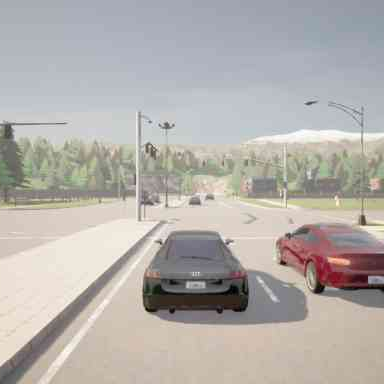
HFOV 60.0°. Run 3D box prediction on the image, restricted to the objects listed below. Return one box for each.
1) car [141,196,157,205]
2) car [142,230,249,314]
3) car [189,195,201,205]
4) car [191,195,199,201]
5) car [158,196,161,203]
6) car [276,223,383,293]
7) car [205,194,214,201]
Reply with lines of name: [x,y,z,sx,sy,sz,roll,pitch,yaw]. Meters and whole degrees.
car: [-7.577,1.601,56.336,1.895,1.301,4.718,0,0,1]
car: [0.056,1.564,7.704,1.994,1.385,4.181,0,0,0]
car: [0.491,1.563,56.708,1.994,1.385,4.181,0,0,1]
car: [0.835,1.428,82.164,1.895,1.301,4.718,0,0,1]
car: [-7.390,1.503,66.933,1.837,1.490,4.892,0,1,1]
car: [3.554,1.526,8.708,1.812,1.442,4.674,0,0,0]
car: [4.334,1.188,82.059,2.097,1.767,4.553,0,0,1]
